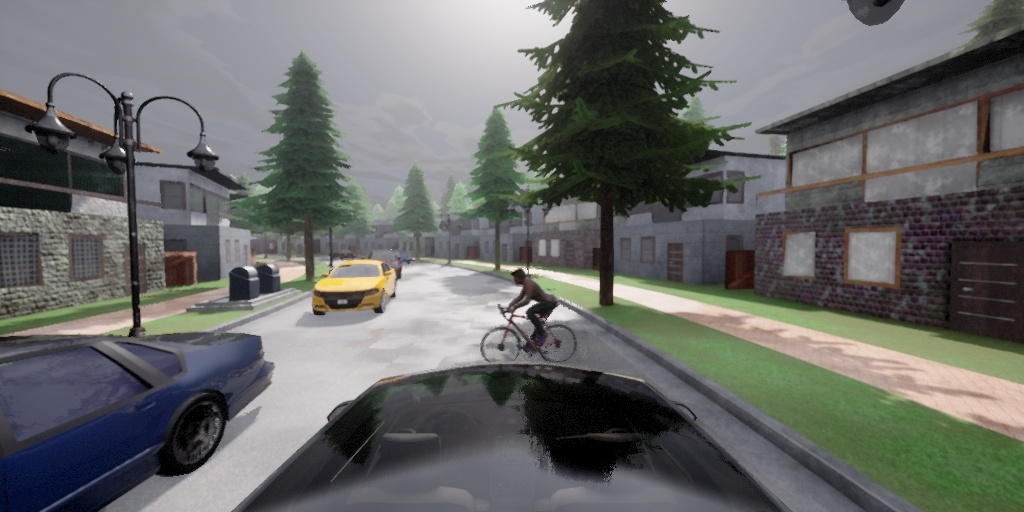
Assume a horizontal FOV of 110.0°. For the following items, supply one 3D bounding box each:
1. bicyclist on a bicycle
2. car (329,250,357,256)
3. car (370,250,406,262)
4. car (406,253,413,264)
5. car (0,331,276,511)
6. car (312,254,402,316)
[{"bbox_3d":[0.286,1.038,6.015,1.656,1.620,0.582,-1,2,-6],"label":"bicyclist on a bicycle"},{"bbox_3d":[-23.185,-0.218,49.074,4.718,1.301,1.895,1,3,41],"label":"car"},{"bbox_3d":[-7.903,0.428,21.777,2.097,1.767,4.553,-1,2,-21],"label":"car"},{"bbox_3d":[-11.945,0.105,36.982,2.033,1.411,5.357,-2,2,-35],"label":"car"},{"bbox_3d":[-3.744,1.306,1.945,2.033,1.411,5.357,0,2,-1],"label":"car"},{"bbox_3d":[-5.061,0.884,12.081,1.882,1.535,5.008,-1,2,-12],"label":"car"}]
